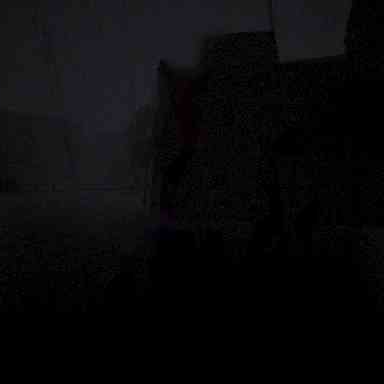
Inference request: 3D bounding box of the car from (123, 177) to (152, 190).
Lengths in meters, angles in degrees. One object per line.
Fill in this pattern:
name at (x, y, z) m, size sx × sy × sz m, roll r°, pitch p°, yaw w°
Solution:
car at (-8.774, -1.369, 53.638) m, size 2.150 × 2.045 × 5.566 m, roll 5°, pitch 4°, yaw 28°
